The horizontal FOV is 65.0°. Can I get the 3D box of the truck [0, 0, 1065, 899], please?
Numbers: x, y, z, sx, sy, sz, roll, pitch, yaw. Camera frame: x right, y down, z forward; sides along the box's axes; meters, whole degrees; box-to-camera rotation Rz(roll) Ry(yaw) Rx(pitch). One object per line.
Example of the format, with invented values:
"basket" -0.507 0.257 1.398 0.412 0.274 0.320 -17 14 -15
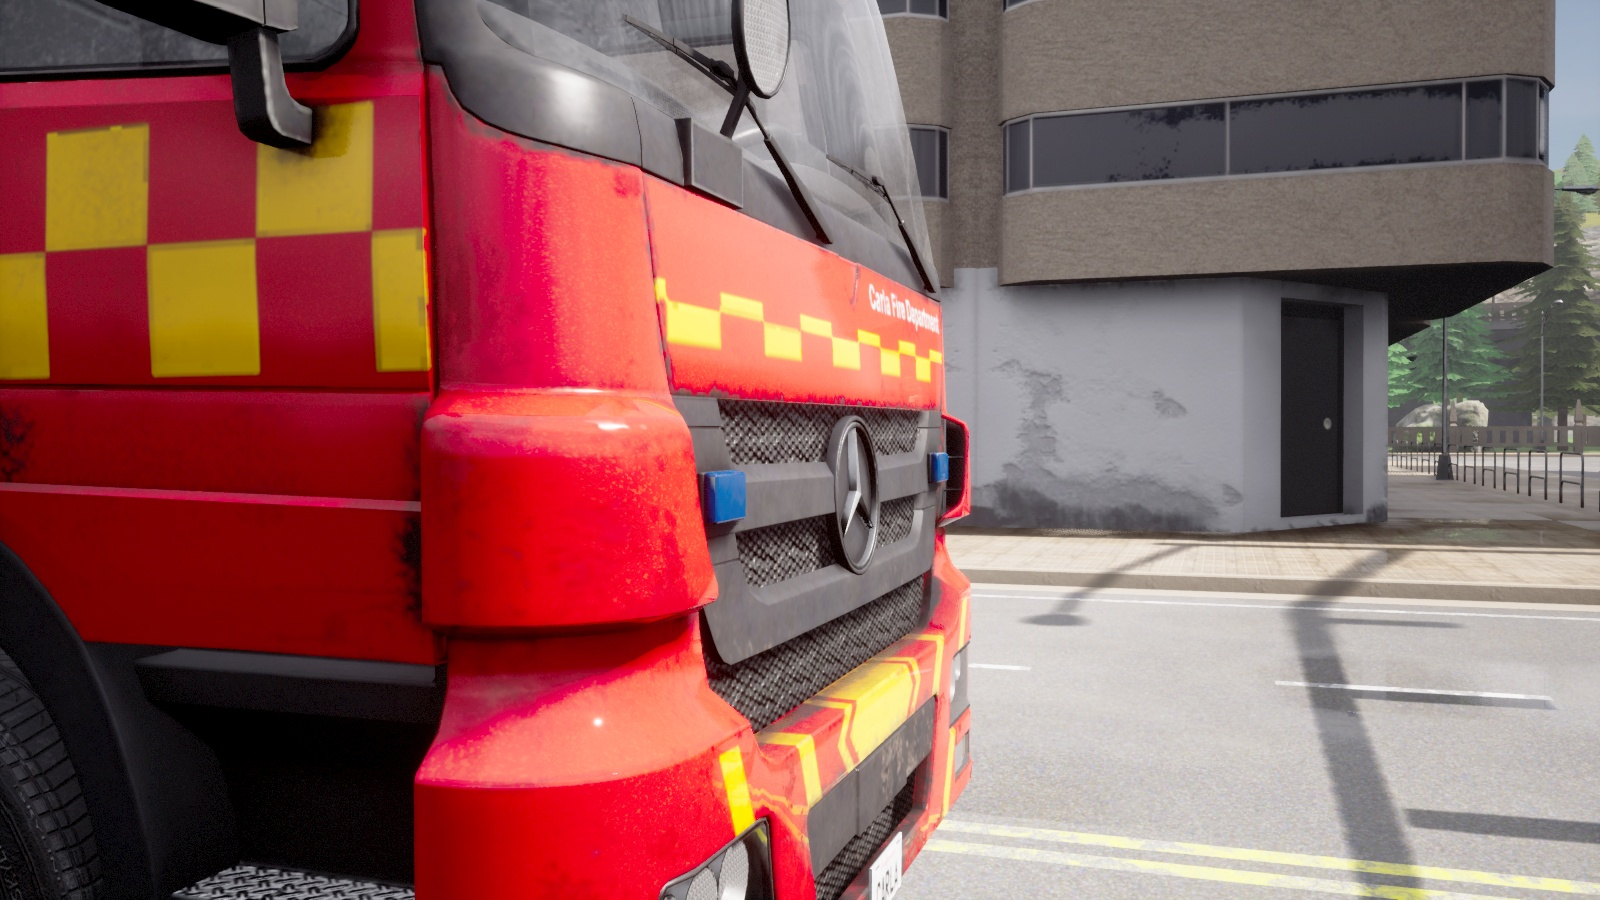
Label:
"truck" -3.556 -0.422 4.371 8.468 3.827 2.891 1 1 19
